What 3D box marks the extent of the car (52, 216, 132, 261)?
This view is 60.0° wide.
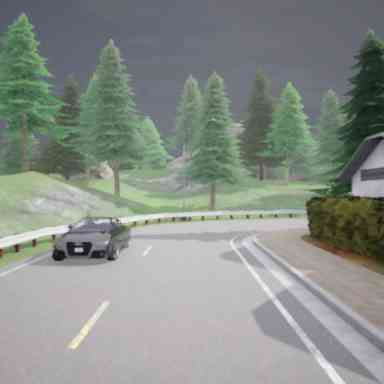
[{"bbox_3d":[-3.508,1.615,12.308,1.994,1.385,4.181,0,0,0],"label":"car"}]
